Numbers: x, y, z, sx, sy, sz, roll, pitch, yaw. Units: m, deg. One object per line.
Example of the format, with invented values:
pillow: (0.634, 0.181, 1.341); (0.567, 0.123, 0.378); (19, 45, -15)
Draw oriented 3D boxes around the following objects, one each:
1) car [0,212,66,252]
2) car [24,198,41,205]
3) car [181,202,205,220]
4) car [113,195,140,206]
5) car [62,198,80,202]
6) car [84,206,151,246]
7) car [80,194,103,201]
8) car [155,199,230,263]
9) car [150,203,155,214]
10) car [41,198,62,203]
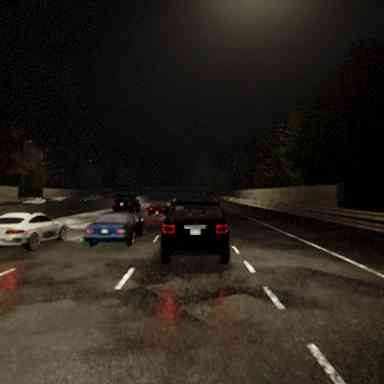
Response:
car: (-6.903, 1.568, 13.908); (1.812, 1.442, 4.674); (0, 0, 0)
car: (-28.025, 1.810, 59.356); (1.895, 1.301, 4.718); (0, 0, 0)
car: (0.092, 1.649, 30.579); (2.033, 1.411, 5.357); (0, 0, 0)
car: (-6.912, 1.340, 35.409); (2.150, 2.045, 5.566); (0, 0, 0)
car: (-21.042, 1.736, 59.616); (1.812, 1.442, 4.674); (0, 0, 1)
car: (-3.408, 1.595, 15.498); (2.033, 1.411, 5.357); (0, 0, 0)
car: (-17.542, 1.435, 59.636); (2.150, 2.045, 5.566); (0, 0, 1)
car: (0.097, 1.258, 12.196); (2.150, 2.045, 5.566); (0, 0, 0)
car: (-3.408, 1.717, 34.719); (1.895, 1.301, 4.718); (0, 0, 0)
car: (-24.529, 1.811, 59.432); (1.895, 1.301, 4.718); (0, 0, 0)
